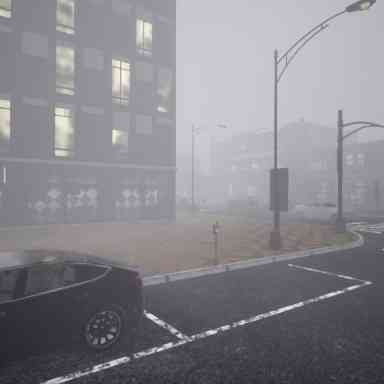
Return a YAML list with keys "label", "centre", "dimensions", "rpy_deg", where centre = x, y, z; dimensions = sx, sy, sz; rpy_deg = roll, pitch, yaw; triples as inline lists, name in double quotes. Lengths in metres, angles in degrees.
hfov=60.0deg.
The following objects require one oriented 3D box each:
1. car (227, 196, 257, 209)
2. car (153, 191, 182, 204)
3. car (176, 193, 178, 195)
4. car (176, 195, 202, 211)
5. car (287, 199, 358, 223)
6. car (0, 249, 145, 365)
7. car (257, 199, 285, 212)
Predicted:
- label: "car"
  centre: [5.917, 1.130, 38.672]
  dimensions: [1.967, 1.590, 4.097]
  rpy_deg: [1, 0, -36]
- label: "car"
  centre: [-3.949, 0.793, 52.065]
  dimensions: [2.192, 1.841, 5.009]
  rpy_deg: [1, 0, -36]
- label: "car"
  centre: [-0.760, 1.183, 37.960]
  dimensions: [1.994, 1.385, 4.181]
  rpy_deg: [0, 0, -36]
- label: "car"
  centre: [-0.832, 1.231, 33.700]
  dimensions: [1.802, 1.307, 4.206]
  rpy_deg: [1, 0, -36]
- label: "car"
  centre: [9.417, 1.359, 23.865]
  dimensions: [1.812, 1.442, 4.674]
  rpy_deg: [0, 0, -33]
- label: "car"
  centre: [-2.738, 1.566, 4.601]
  dimensions: [4.313, 1.339, 1.947]
  rpy_deg: [0, 0, -36]
- label: "car"
  centre: [9.205, 1.340, 34.206]
  dimensions: [1.802, 1.307, 4.206]
  rpy_deg: [1, 0, -36]
